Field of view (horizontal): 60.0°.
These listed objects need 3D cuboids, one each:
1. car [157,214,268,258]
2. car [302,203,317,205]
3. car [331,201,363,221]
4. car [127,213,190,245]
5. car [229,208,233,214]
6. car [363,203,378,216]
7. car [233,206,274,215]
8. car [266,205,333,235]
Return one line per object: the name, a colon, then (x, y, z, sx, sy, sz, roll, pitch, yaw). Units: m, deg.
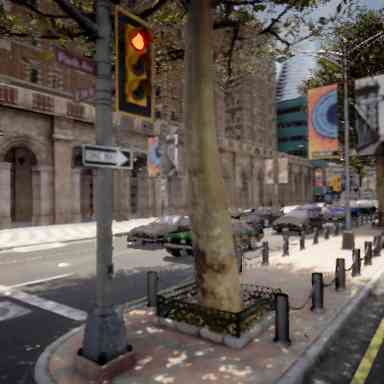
car: (1.027, 1.779, 13.194, 1.895, 1.301, 4.718, -1, -1, 37)
car: (11.412, 1.847, 32.506, 1.812, 1.442, 4.674, -1, -1, 38)
car: (12.979, 1.603, 28.811, 2.097, 1.767, 4.553, -1, -1, 38)
car: (-0.696, 1.796, 16.704, 2.033, 1.411, 5.357, -1, -1, 37)
car: (2.801, 1.937, 26.454, 1.895, 1.301, 4.718, -1, -1, 37)
car: (19.108, 1.887, 36.741, 1.895, 1.301, 4.718, -1, -1, 38)
car: (5.282, 1.790, 24.516, 1.837, 1.490, 4.892, -1, -1, 37)
car: (6.892, 1.761, 20.861, 2.033, 1.411, 5.357, -1, -1, 37)
